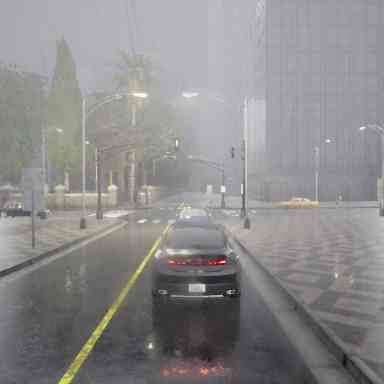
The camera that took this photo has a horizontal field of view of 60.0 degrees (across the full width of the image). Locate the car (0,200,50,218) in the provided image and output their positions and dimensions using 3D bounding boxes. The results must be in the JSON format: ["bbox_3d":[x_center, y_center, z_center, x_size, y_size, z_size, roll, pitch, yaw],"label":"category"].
[{"bbox_3d":[-14.959,1.593,29.492,4.403,1.369,2.008,0,1,0],"label":"car"}]

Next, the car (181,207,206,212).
[{"bbox_3d":[0.075,1.528,18.206,2.033,1.411,5.357,0,0,1],"label":"car"}]

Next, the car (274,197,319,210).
[{"bbox_3d":[11.894,1.293,37.883,4.829,1.417,1.752,-1,1,0],"label":"car"}]

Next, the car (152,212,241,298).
[{"bbox_3d":[0.093,1.500,8.475,1.837,1.490,4.892,0,0,0],"label":"car"}]

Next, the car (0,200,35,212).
[{"bbox_3d":[-20.453,1.588,38.046,4.206,1.307,1.802,0,1,0],"label":"car"}]

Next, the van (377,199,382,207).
[{"bbox_3d":[23.302,0.987,37.822,3.998,1.788,1.690,-1,1,0],"label":"van"}]
